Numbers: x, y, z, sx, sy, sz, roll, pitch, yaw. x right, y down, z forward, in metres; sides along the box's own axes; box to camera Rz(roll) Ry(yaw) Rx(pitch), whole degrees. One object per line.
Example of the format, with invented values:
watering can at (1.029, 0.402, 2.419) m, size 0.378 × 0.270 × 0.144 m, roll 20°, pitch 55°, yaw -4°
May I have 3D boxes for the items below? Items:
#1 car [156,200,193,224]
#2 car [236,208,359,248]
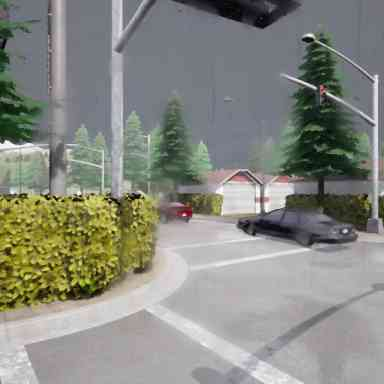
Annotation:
car at (-1.934, 1.305, 23.388) m, size 1.882 × 1.535 × 5.008 m, roll -1°, pitch 1°, yaw -35°
car at (4.362, 1.429, 14.658) m, size 2.033 × 1.411 × 5.357 m, roll 0°, pitch 2°, yaw -35°
